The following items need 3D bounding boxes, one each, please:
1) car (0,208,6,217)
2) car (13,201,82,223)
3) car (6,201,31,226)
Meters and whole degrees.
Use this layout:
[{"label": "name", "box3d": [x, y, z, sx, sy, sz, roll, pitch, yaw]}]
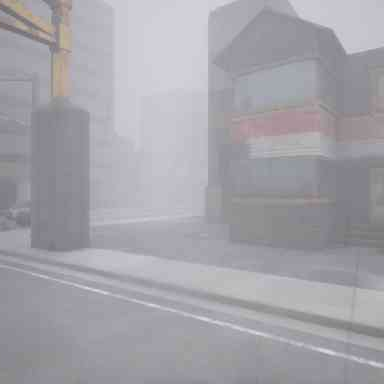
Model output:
[{"label": "car", "box3d": [-12.868, 1.295, 25.424, 4.536, 1.218, 1.853, 0, 0, -30]}, {"label": "car", "box3d": [-9.697, 1.295, 22.775, 1.853, 1.218, 4.536, 0, 0, 15]}, {"label": "car", "box3d": [-9.710, 1.453, 22.725, 2.038, 1.542, 4.974, 0, 0, 15]}]
